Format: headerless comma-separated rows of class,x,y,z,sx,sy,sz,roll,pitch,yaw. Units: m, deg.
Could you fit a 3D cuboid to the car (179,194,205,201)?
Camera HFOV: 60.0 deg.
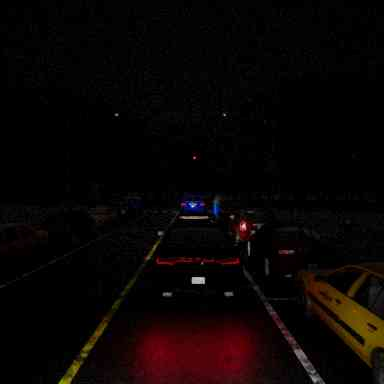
car,0.025,1.226,29.411,2.150,2.045,5.566,0,0,-2

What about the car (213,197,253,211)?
car,2.761,1.317,20.696,2.192,1.841,5.009,0,0,0

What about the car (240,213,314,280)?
car,2.761,1.545,9.821,1.887,1.381,4.507,0,0,0

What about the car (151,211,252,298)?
car,0.095,1.478,8.600,1.882,1.535,5.008,0,0,0

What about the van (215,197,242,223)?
van,2.762,1.345,26.134,1.690,1.788,3.998,0,0,0

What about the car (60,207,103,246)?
car,-5.764,1.567,15.259,1.947,1.339,4.313,0,0,0

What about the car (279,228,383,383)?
car,2.760,1.525,4.553,1.752,1.417,4.829,0,0,0

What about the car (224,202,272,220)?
car,2.761,1.441,15.258,1.967,1.590,4.097,0,0,0

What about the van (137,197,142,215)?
van,-5.763,1.346,31.572,1.690,1.788,3.998,0,0,0

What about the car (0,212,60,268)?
car,-5.764,1.526,9.652,1.752,1.417,4.829,0,0,0

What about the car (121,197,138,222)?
car,-5.763,1.444,26.134,1.967,1.590,4.097,0,0,0

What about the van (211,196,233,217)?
van,2.763,1.346,31.571,1.690,1.788,3.998,0,0,0

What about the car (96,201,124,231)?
car,-5.763,1.527,20.527,1.752,1.417,4.829,0,0,0

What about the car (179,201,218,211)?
car,0.098,1.493,19.043,2.128,1.511,4.902,0,0,0
